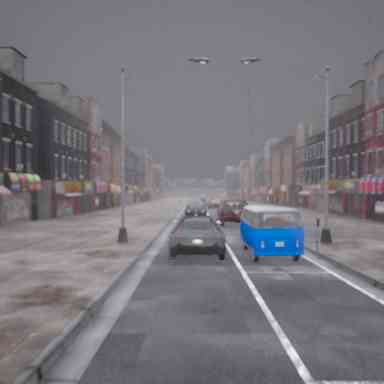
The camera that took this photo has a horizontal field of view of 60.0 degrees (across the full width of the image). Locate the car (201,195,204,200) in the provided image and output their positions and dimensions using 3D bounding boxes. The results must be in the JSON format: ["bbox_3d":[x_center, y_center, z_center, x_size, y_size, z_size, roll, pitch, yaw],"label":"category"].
[{"bbox_3d":[3.124,1.705,61.832,2.008,1.369,4.403,-1,0,0],"label":"car"}]

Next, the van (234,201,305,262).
[{"bbox_3d":[2.708,1.375,12.042,1.690,1.788,3.998,-1,0,0],"label":"van"}]

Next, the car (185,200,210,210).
[{"bbox_3d":[0.340,1.672,30.097,1.895,1.301,4.718,0,0,0],"label":"car"}]

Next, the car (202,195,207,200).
[{"bbox_3d":[3.080,1.665,56.469,1.752,1.417,4.829,-1,0,0],"label":"car"}]

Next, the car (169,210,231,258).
[{"bbox_3d":[0.197,1.595,12.862,1.994,1.385,4.181,0,0,0],"label":"car"}]

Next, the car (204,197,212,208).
[{"bbox_3d":[2.988,1.695,45.235,1.802,1.307,4.206,-1,0,0],"label":"car"}]

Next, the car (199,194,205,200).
[{"bbox_3d":[3.216,1.749,72.896,1.947,1.339,4.313,-1,0,0],"label":"car"}]

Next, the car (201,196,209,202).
[{"bbox_3d":[3.308,1.794,83.961,1.802,1.307,4.206,-1,0,0],"label":"car"}]

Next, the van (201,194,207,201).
[{"bbox_3d":[3.395,1.582,95.026,1.690,1.788,3.998,-1,0,0],"label":"van"}]

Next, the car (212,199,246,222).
[{"bbox_3d":[2.799,1.375,23.106,2.192,1.841,5.009,-1,0,0],"label":"car"}]
